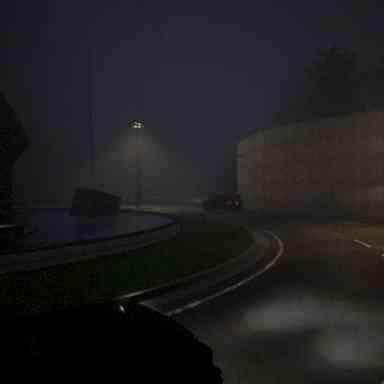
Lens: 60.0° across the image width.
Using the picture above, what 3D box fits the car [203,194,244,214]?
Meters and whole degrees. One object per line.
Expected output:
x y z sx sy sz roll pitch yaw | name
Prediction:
3.220 1.216 35.229 2.150 2.045 5.566 0 0 -27 | car

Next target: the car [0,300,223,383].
-2.053 1.601 2.429 4.718 1.301 1.895 0 0 -36 | car
